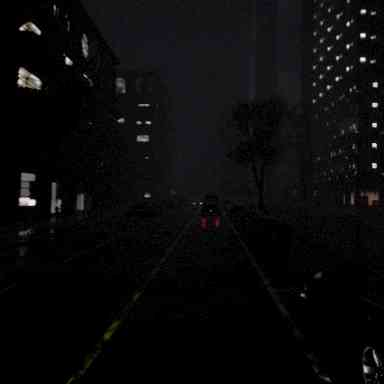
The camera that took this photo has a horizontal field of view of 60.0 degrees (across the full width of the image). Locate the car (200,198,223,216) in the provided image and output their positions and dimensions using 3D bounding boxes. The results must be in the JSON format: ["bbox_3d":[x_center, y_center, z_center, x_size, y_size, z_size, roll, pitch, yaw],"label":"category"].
[{"bbox_3d":[1.952,1.622,34.142,1.812,1.442,4.674,1,0,4],"label":"car"}]

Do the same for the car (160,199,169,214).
[{"bbox_3d":[-3.853,1.539,33.049,2.008,1.369,4.403,2,0,3],"label":"car"}]

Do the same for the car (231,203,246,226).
[{"bbox_3d":[3.859,1.659,21.436,2.008,1.369,4.403,2,0,3],"label":"car"}]

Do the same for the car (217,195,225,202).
[{"bbox_3d":[7.778,1.753,88.157,1.967,1.590,4.097,2,0,3],"label":"car"}]

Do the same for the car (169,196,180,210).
[{"bbox_3d":[-3.201,1.587,44.169,1.947,1.339,4.313,2,0,3],"label":"car"}]

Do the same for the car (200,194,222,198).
[{"bbox_3d":[2.697,1.358,47.094,2.150,2.045,5.566,1,0,4],"label":"car"}]

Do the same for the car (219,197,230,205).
[{"bbox_3d":[6.469,1.793,65.916,2.008,1.369,4.403,2,0,3],"label":"car"}]

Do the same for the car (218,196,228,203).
[{"bbox_3d":[7.125,1.717,77.036,1.967,1.590,4.097,2,0,3],"label":"car"}]

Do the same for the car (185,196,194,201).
[{"bbox_3d":[-0.591,1.726,88.649,1.947,1.339,4.313,2,0,3],"label":"car"}]

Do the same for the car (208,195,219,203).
[{"bbox_3d":[4.979,1.590,77.592,2.097,1.767,4.553,1,0,-3],"label":"car"}]

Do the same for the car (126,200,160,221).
[{"bbox_3d":[-4.180,1.538,27.489,1.947,1.339,4.313,2,0,3],"label":"car"}]

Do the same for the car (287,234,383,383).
[{"bbox_3d":[2.879,1.628,4.757,1.947,1.339,4.313,2,0,3],"label":"car"}]

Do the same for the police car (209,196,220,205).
[{"bbox_3d":[4.563,1.635,67.814,1.930,1.638,5.238,1,0,1],"label":"police car"}]

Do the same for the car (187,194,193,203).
[{"bbox_3d":[-1.561,1.422,71.969,2.192,1.841,5.009,2,0,3],"label":"car"}]

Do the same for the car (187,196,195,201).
[{"bbox_3d":[-0.264,1.730,94.209,2.008,1.369,4.403,2,0,3],"label":"car"}]

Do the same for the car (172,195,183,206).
[{"bbox_3d":[-2.883,1.562,49.559,1.752,1.417,4.829,2,0,3],"label":"car"}]

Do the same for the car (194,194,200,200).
[{"bbox_3d":[1.452,1.302,77.590,1.882,1.535,5.008,1,0,3],"label":"car"}]

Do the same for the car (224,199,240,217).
[{"bbox_3d":[4.511,1.691,32.556,2.008,1.369,4.403,2,0,3],"label":"car"}]

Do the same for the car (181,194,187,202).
[{"bbox_3d":[-2.539,1.370,55.290,2.192,1.841,5.009,2,0,3],"label":"car"}]

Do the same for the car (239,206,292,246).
[{"bbox_3d":[3.532,1.638,15.875,1.887,1.381,4.507,2,0,3],"label":"car"}]

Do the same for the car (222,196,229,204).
[{"bbox_3d":[5.175,1.699,43.847,1.752,1.417,4.829,2,0,3],"label":"car"}]
